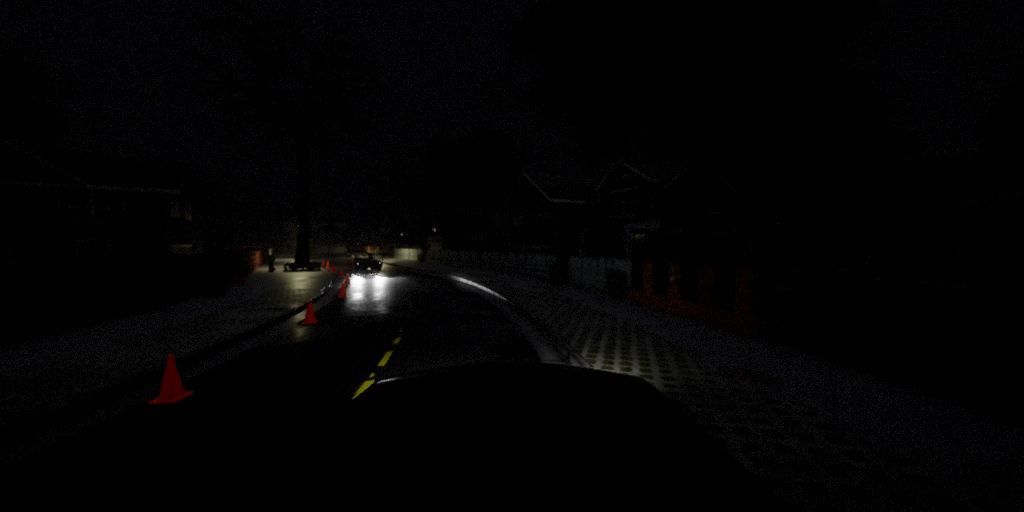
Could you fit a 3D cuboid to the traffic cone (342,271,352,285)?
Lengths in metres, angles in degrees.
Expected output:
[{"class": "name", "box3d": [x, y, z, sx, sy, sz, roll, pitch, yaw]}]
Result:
[{"class": "traffic cone", "box3d": [-8.396, 1.169, 18.351, 0.340, 0.580, 0.340, 0, 0, -26]}]

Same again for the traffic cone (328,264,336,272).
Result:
[{"class": "traffic cone", "box3d": [-13.309, 0.899, 26.764, 0.340, 0.580, 0.340, 0, 0, -31]}]

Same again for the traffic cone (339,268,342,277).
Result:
[{"class": "traffic cone", "box3d": [-10.697, 1.035, 22.503, 0.340, 0.580, 0.340, 0, 0, -31]}]

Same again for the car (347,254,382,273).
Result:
[{"class": "car", "box3d": [-11.152, 0.531, 26.997, 1.895, 1.301, 4.718, -1, 2, -31]}]

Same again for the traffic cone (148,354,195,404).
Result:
[{"class": "traffic cone", "box3d": [-4.565, 1.612, 4.817, 0.340, 0.580, 0.340, 0, 0, -6]}]

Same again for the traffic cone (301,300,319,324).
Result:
[{"class": "traffic cone", "box3d": [-5.317, 1.459, 9.466, 0.340, 0.580, 0.340, 0, 0, -12]}]

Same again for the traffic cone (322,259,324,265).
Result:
[{"class": "traffic cone", "box3d": [-18.533, 0.626, 35.287, 0.340, 0.580, 0.340, 0, 0, -31]}]

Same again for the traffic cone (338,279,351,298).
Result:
[{"class": "traffic cone", "box3d": [-6.600, 1.310, 13.997, 0.340, 0.580, 0.340, 0, 0, -19]}]

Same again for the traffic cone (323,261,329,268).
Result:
[{"class": "traffic cone", "box3d": [-15.920, 0.763, 31.025, 0.340, 0.580, 0.340, 0, 0, -31]}]
